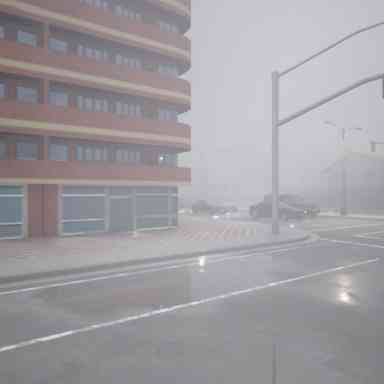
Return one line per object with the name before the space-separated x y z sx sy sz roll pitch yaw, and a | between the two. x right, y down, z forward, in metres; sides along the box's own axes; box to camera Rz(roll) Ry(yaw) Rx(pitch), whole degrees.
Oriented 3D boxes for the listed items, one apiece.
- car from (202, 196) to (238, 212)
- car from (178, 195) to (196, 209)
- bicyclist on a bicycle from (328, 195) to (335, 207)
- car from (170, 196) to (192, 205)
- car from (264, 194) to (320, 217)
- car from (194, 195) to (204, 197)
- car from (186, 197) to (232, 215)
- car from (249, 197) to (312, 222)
car | 3.256 1.526 38.348 1.812 1.442 4.674 0 0 -35
car | -1.989 1.505 45.952 1.837 1.490 4.892 0 0 -34
bicyclist on a bicycle | 19.295 1.301 45.856 1.656 1.620 0.582 0 0 -35
car | -2.124 1.526 60.506 1.812 1.442 4.674 0 0 -34
car | 8.795 1.221 30.302 2.150 2.045 5.566 0 0 -34
car | 0.728 1.352 62.452 2.097 1.767 4.553 0 0 -35
car | 1.685 1.526 34.449 1.812 1.442 4.674 0 0 -35
car | 6.808 1.478 26.973 1.882 1.535 5.008 0 0 -34
